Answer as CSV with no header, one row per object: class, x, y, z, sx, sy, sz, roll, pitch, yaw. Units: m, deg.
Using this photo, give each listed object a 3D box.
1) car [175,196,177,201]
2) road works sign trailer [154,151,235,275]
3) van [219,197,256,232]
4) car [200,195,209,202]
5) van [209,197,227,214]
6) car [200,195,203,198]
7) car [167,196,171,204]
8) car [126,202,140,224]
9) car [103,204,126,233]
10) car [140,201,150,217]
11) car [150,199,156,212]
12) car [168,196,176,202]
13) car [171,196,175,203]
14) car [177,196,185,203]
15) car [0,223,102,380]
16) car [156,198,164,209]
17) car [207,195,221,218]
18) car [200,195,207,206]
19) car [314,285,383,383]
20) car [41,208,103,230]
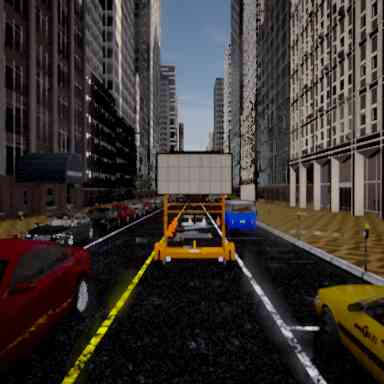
car,-5.249,1.700,77.076,1.967,1.590,4.097,-1,0,0
road works sign trailer,0.080,0.501,10.591,2.380,3.560,2.880,0,0,0
van,2.799,1.410,20.192,1.690,1.788,3.998,-1,0,0
car,3.196,1.613,88.395,2.192,1.841,5.009,-1,0,0
van,2.898,1.468,37.243,1.690,1.788,3.998,-1,0,0
car,3.163,1.594,82.711,2.192,1.841,5.009,-1,0,0
car,-5.348,1.754,60.025,2.008,1.369,4.403,-1,0,0
car,-5.547,1.633,25.924,1.887,1.381,4.507,-1,0,0
car,-5.580,1.635,20.240,1.947,1.339,4.313,-1,0,0
car,-5.514,1.658,31.607,2.008,1.369,4.403,-1,0,0
car,-5.480,1.709,37.291,1.802,1.307,4.206,-1,0,0
car,-5.183,1.822,88.273,1.752,1.417,4.829,-1,0,0
car,-5.281,1.823,71.392,1.802,1.307,4.206,-1,0,0
car,-2.541,1.791,78.811,1.812,1.442,4.674,0,0,0
car,-2.972,1.494,4.740,1.882,1.535,5.008,0,0,0
car,-5.414,1.716,48.658,2.008,1.369,4.403,-1,0,0
car,2.864,1.423,31.559,2.192,1.841,5.009,-1,0,0
car,3.033,1.754,59.976,2.008,1.369,4.403,-1,0,0
car,2.702,1.537,3.311,1.752,1.417,4.829,-1,0,0
car,-5.613,1.600,14.557,2.008,1.369,4.403,-1,0,0
